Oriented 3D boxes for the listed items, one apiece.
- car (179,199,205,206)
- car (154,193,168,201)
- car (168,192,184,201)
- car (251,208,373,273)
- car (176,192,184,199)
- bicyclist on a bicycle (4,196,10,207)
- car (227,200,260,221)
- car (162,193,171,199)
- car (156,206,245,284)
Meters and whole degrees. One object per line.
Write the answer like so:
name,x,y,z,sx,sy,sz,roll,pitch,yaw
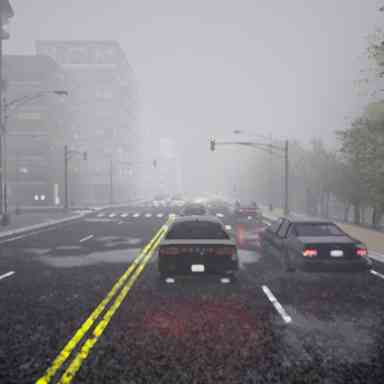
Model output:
car,0.177,1.382,21.239,1.994,1.385,4.181,0,0,0
car,-6.286,1.062,65.310,1.895,1.301,4.718,0,0,1
car,-3.033,1.008,65.301,2.033,1.411,5.357,0,0,1
car,3.386,1.457,10.267,2.033,1.411,5.357,0,1,0
car,-2.960,0.842,80.799,1.837,1.490,4.892,0,0,0
bicyclist on a bicycle,-24.718,1.207,44.452,0.582,1.620,1.656,-1,1,-1
car,3.430,1.301,22.153,2.128,1.511,4.902,0,0,0
car,-6.209,0.938,80.801,1.895,1.301,4.718,0,0,0
car,0.134,1.395,9.363,1.882,1.535,5.008,0,1,0
